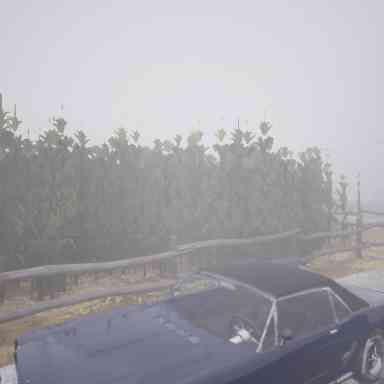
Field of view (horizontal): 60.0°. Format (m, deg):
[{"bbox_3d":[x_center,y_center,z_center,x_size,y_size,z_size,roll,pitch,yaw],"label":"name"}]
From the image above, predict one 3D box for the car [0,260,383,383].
[{"bbox_3d":[0.513,1.600,3.833,4.718,1.301,1.895,0,0,-35],"label":"car"}]
